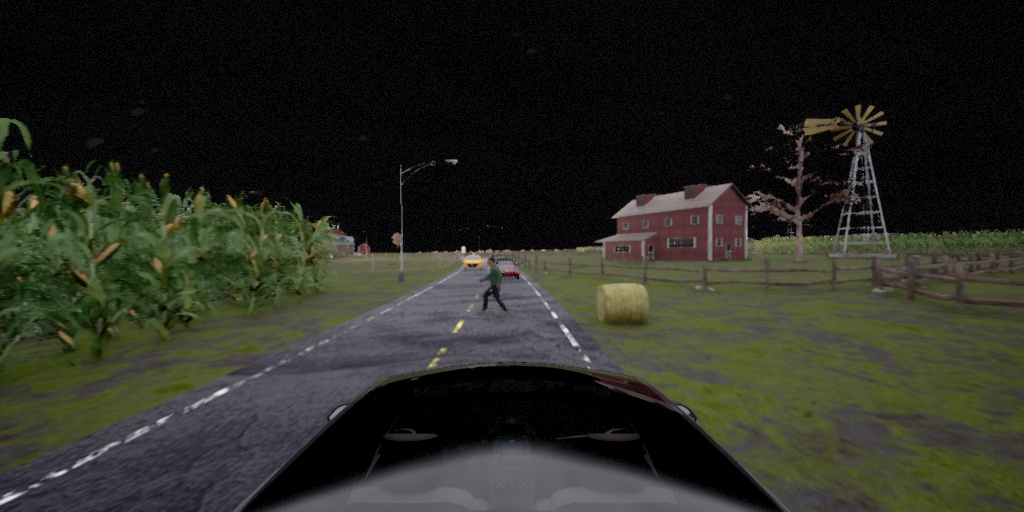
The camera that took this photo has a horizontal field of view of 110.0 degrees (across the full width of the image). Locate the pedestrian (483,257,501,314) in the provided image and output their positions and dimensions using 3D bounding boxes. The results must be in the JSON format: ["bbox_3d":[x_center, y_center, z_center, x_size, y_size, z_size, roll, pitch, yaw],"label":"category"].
[{"bbox_3d":[-0.594,0.888,10.836,0.375,1.860,0.375,0,1,-2],"label":"pedestrian"}]

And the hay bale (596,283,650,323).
[{"bbox_3d":[3.084,1.261,10.138,1.220,1.180,1.240,0,0,-1],"label":"hay bale"}]

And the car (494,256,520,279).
[{"bbox_3d":[-0.475,0.899,26.444,1.994,1.385,4.181,0,1,-2],"label":"car"}]

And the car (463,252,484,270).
[{"bbox_3d":[-3.990,0.639,37.260,1.882,1.535,5.008,0,1,-4],"label":"car"}]
